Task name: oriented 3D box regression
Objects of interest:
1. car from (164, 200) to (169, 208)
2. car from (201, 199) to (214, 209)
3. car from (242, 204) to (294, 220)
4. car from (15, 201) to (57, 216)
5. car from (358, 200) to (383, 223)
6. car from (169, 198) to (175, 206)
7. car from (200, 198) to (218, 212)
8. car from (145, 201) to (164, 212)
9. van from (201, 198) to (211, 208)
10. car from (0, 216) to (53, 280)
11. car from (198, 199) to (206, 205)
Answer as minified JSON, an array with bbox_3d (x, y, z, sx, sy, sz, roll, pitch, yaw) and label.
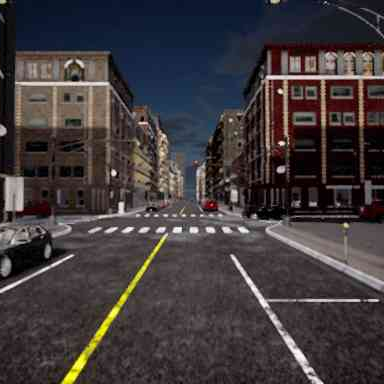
[{"bbox_3d":[-5.653,2.268,59.267,1.887,1.381,4.507,1,-1,0],"label":"car"},{"bbox_3d":[2.728,2.163,59.268,1.967,1.590,4.097,1,-1,0],"label":"car"},{"bbox_3d":[7.242,1.961,31.832,4.892,1.490,1.837,-2,-2,0],"label":"car"},{"bbox_3d":[-16.714,1.824,34.584,5.009,1.841,2.192,0,-2,0],"label":"car"},{"bbox_3d":[15.764,1.533,26.133,5.009,1.841,2.192,0,-2,0],"label":"car"},{"bbox_3d":[-5.648,2.504,75.835,2.008,1.369,4.403,1,-1,0],"label":"car"},{"bbox_3d":[2.726,1.895,48.222,2.192,1.841,5.009,1,-1,0],"label":"car"},{"bbox_3d":[-5.658,2.146,48.219,1.947,1.339,4.313,1,-1,0],"label":"car"},{"bbox_3d":[2.732,2.139,64.790,1.690,1.788,3.998,1,-1,0],"label":"van"},{"bbox_3d":[-5.800,1.670,10.295,2.008,1.369,4.403,1,-1,0],"label":"car"},{"bbox_3d":[2.739,2.758,92.401,1.947,1.339,4.313,1,-1,0],"label":"car"}]
